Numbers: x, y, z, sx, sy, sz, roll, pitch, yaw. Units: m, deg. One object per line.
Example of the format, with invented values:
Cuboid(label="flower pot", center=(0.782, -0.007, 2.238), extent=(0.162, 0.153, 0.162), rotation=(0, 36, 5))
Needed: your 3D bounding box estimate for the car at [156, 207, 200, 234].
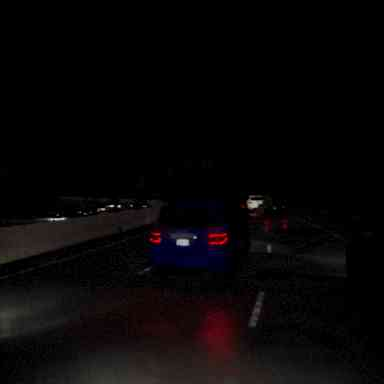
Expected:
Cuboid(label="car", center=(-0.775, 1.734, 21.393), extent=(1.994, 1.385, 4.181), rotation=(-1, 0, 9))

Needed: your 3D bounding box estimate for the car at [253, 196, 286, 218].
Cuboid(label="car", center=(7.474, 1.509, 31.797), extent=(2.097, 1.767, 4.553), rotation=(-1, -1, 2))

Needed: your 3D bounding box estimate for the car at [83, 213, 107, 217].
Cuboid(label="car", center=(-10.185, 1.876, 34.318), extent=(1.837, 1.490, 4.892), rotation=(0, 0, 2))

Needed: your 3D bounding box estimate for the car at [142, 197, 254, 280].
Cuboid(label="car", center=(0.509, 1.296, 10.455), extent=(2.150, 2.045, 5.566), rotation=(-1, 0, 16))

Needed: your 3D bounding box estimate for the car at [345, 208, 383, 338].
Cuboid(label="car", center=(4.110, 1.222, 5.643), extent=(2.150, 2.045, 5.566), rotation=(-1, 0, 17))

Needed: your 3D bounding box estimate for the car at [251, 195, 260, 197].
Cuboid(label="car", center=(7.637, 1.458, 42.273), extent=(2.150, 2.045, 5.566), rotation=(-1, 0, -4))

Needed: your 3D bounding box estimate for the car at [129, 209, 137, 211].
Cuboid(label="car", center=(-6.762, 1.748, 42.627), extent=(2.097, 1.767, 4.553), rotation=(-1, 0, -4))
